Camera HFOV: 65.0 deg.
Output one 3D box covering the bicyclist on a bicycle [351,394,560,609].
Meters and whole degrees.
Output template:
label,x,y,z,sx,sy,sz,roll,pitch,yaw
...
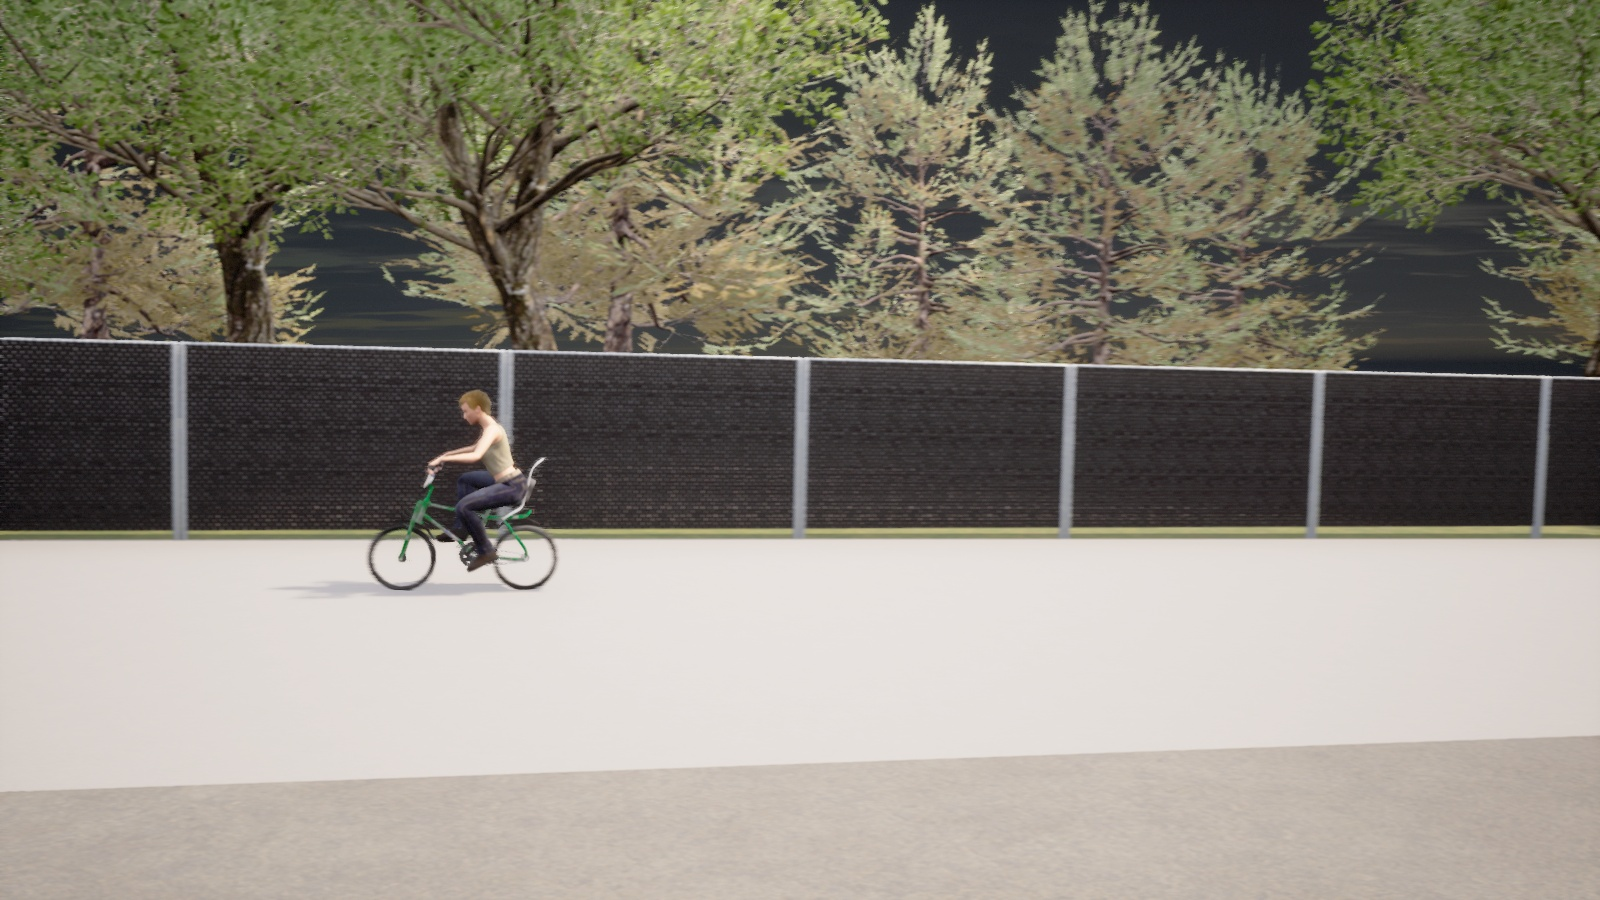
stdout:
label,x,y,z,sx,sy,sz,roll,pitch,yaw
bicyclist on a bicycle,-2.691,0.371,9.997,1.509,1.612,0.866,0,3,-10
